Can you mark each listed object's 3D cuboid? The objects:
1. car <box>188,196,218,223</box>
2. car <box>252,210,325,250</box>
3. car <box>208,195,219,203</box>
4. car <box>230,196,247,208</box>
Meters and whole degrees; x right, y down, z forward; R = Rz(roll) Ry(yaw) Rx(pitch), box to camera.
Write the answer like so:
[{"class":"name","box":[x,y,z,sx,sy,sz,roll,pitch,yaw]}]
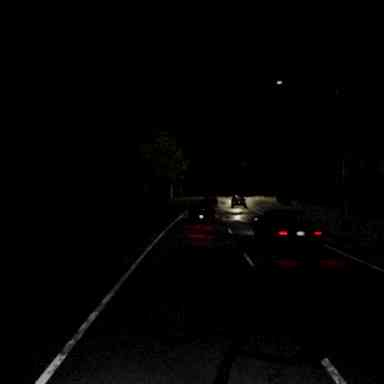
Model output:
[{"class":"car","box":[0.749,1.316,23.998,1.837,1.490,4.892,0,1,3]},{"class":"car","box":[3.776,1.445,13.813,2.033,1.411,5.357,0,0,2]},{"class":"car","box":[2.279,1.157,41.589,1.812,1.442,4.674,0,1,6]},{"class":"car","box":[5.676,1.186,40.648,2.033,1.411,5.357,0,1,6]}]
